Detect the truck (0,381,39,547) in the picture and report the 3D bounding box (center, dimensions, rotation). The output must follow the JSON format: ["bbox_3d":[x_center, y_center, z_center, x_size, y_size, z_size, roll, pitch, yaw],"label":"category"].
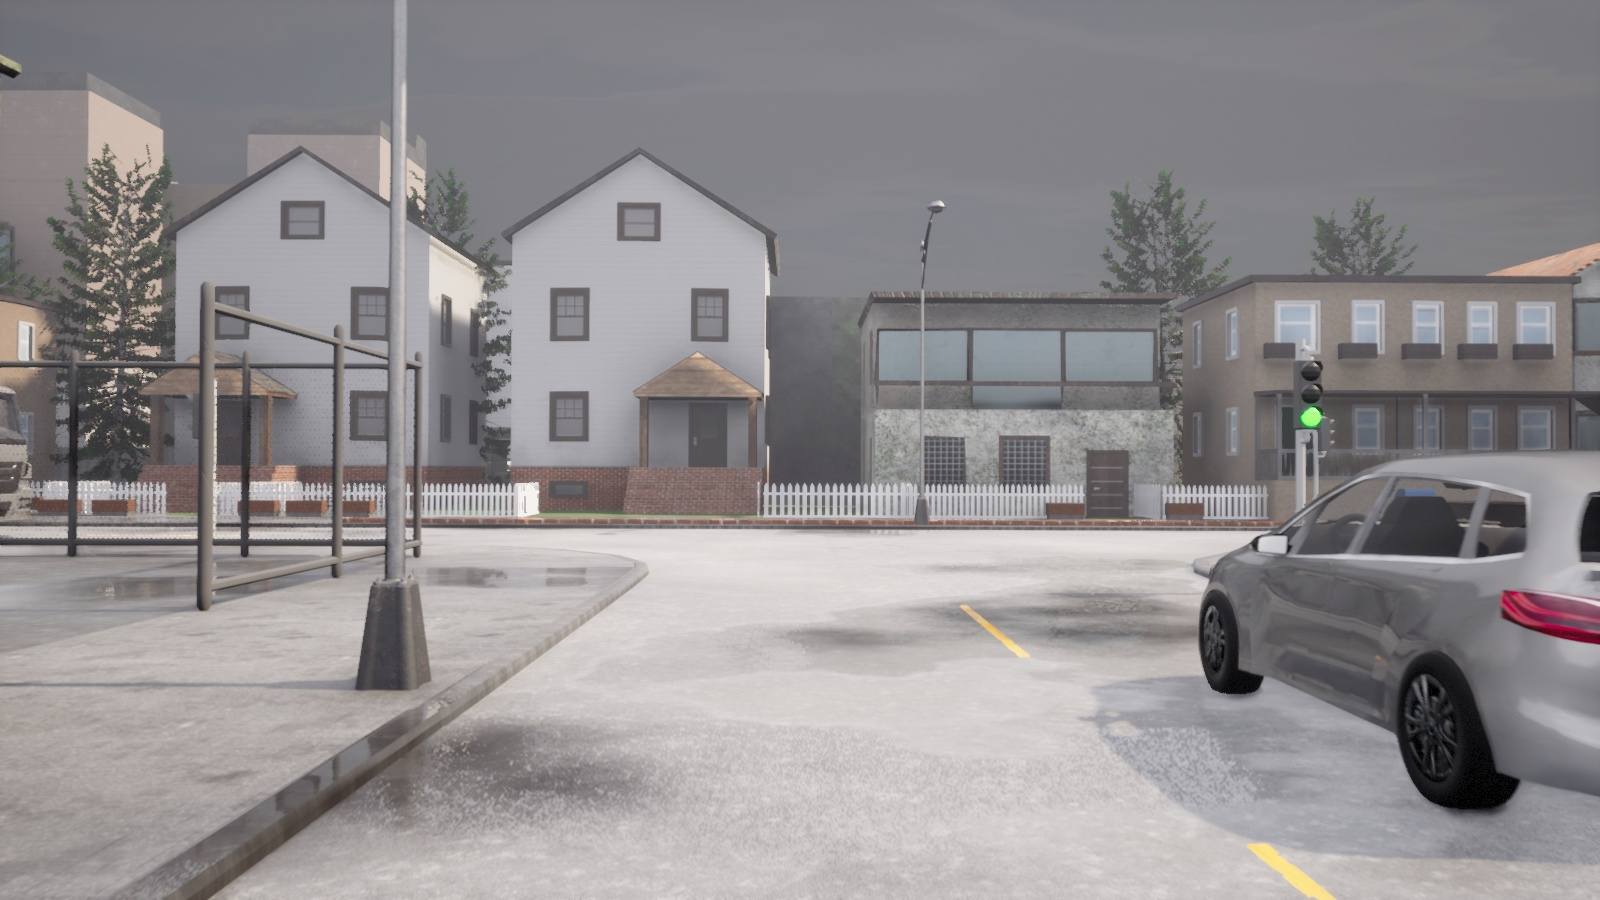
[{"bbox_3d":[-20.698,0.302,26.227,7.936,3.462,2.891,0,-1,3],"label":"truck"}]

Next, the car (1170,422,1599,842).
[{"bbox_3d":[3.989,0.749,7.314,2.242,1.667,4.611,0,-1,-1],"label":"car"}]
